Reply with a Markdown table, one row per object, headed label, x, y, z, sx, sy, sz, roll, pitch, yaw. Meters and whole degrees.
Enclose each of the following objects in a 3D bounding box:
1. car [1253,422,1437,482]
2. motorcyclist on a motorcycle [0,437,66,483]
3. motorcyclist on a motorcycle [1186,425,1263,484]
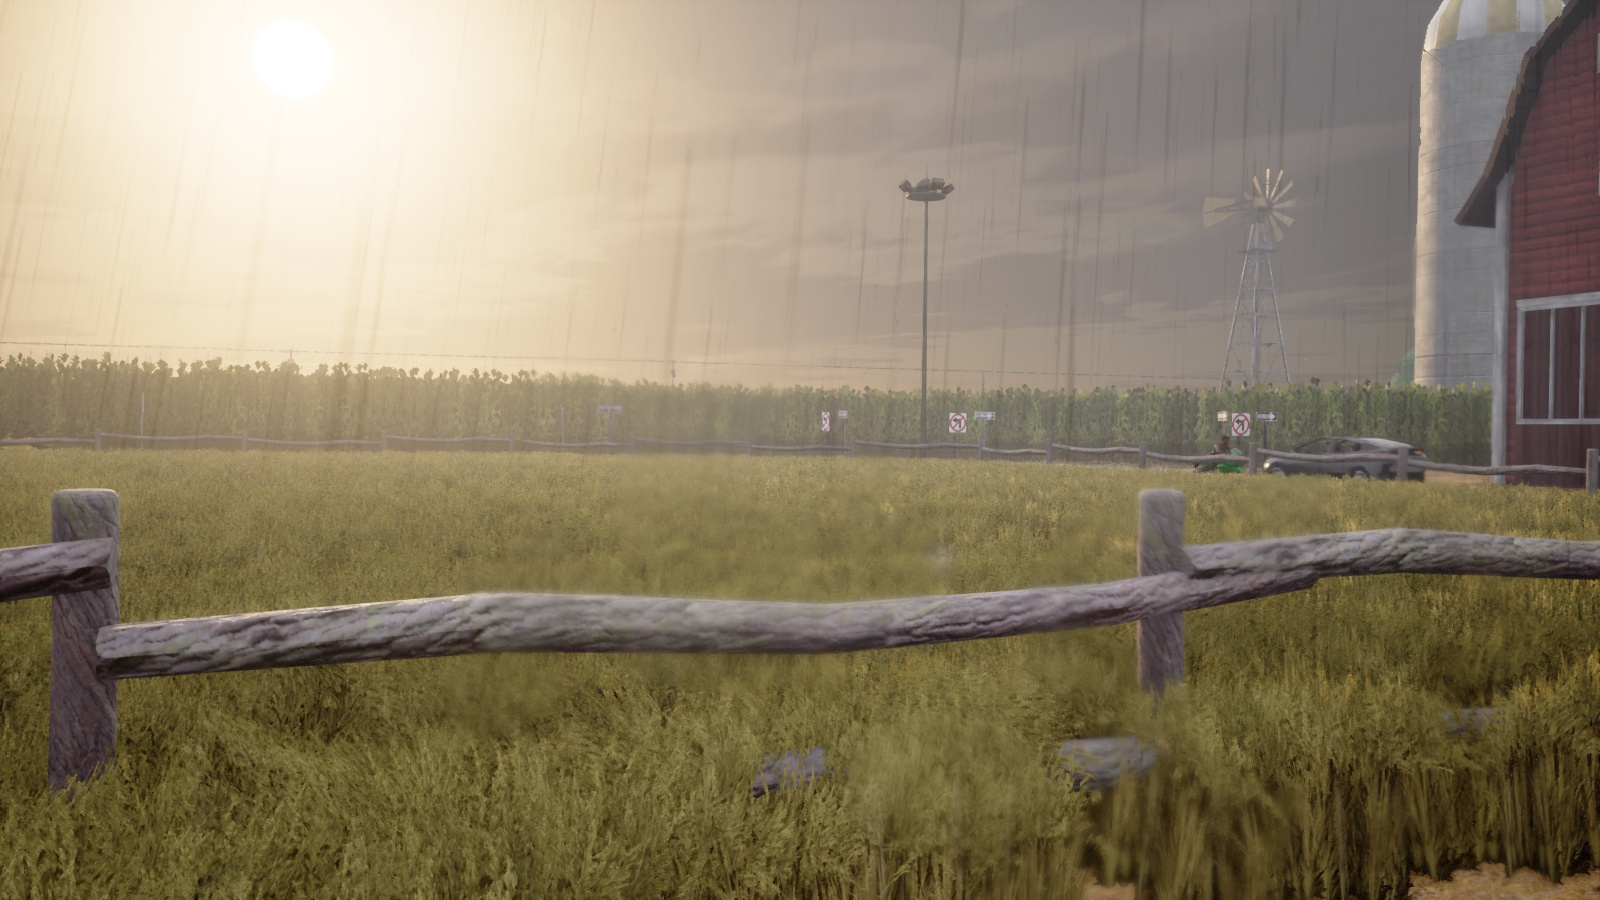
| label | x | y | z | sx | sy | sz | roll | pitch | yaw |
| --- | --- | --- | --- | --- | --- | --- | --- | --- | --- |
| car | 14.966 | 0.018 | 34.765 | 2.007 | 1.525 | 4.514 | -1 | 1 | -24 |
| motorcyclist on a motorcycle | -25.904 | 0.323 | 42.152 | 2.044 | 1.523 | 0.797 | -1 | 1 | -20 |
| motorcyclist on a motorcycle | 11.492 | 0.102 | 34.071 | 0.797 | 1.523 | 2.044 | -1 | 1 | -24 |
